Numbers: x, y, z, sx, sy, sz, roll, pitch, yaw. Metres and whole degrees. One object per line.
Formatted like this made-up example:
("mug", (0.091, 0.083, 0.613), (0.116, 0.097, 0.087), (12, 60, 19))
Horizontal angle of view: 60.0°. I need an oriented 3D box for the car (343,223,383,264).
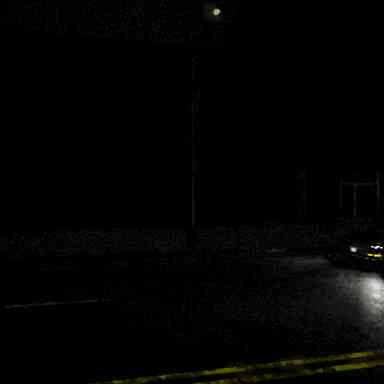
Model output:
("car", (7.279, 1.503, 10.609), (4.892, 1.490, 1.837), (0, 0, -12))
